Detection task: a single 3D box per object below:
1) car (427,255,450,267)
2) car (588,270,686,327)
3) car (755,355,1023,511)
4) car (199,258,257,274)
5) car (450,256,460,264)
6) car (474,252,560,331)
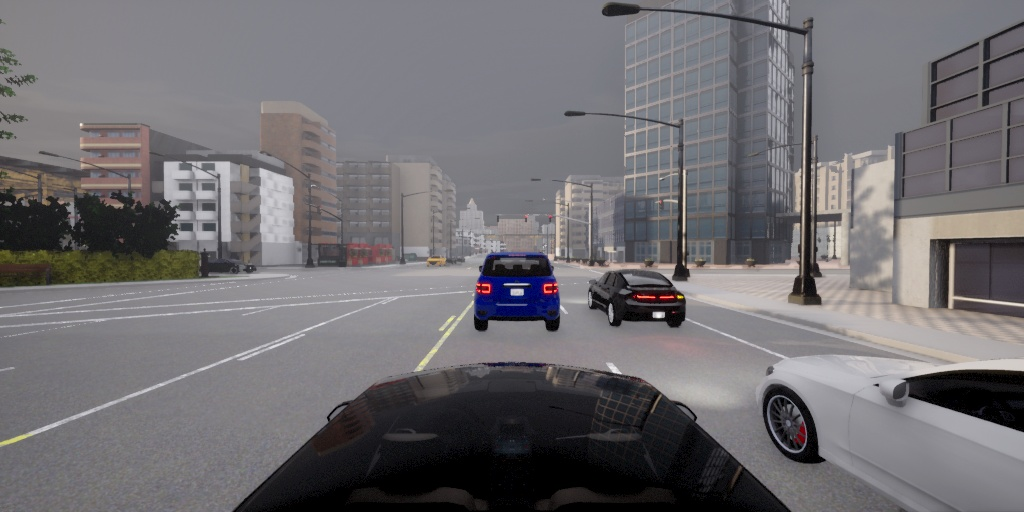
[{"bbox_3d":[-10.348,0.630,49.441,1.882,1.535,5.008,0,0,1],"label":"car"},{"bbox_3d":[3.646,1.166,11.210,1.837,1.490,4.892,0,1,1],"label":"car"},{"bbox_3d":[3.599,1.274,1.996,1.812,1.442,4.674,0,0,0],"label":"car"},{"bbox_3d":[-25.497,0.906,32.246,4.181,1.385,1.994,0,1,1],"label":"car"},{"bbox_3d":[-10.299,0.704,58.874,1.895,1.301,4.718,0,0,1],"label":"car"},{"bbox_3d":[0.134,0.885,10.846,2.150,2.045,5.566,0,1,0],"label":"car"}]
